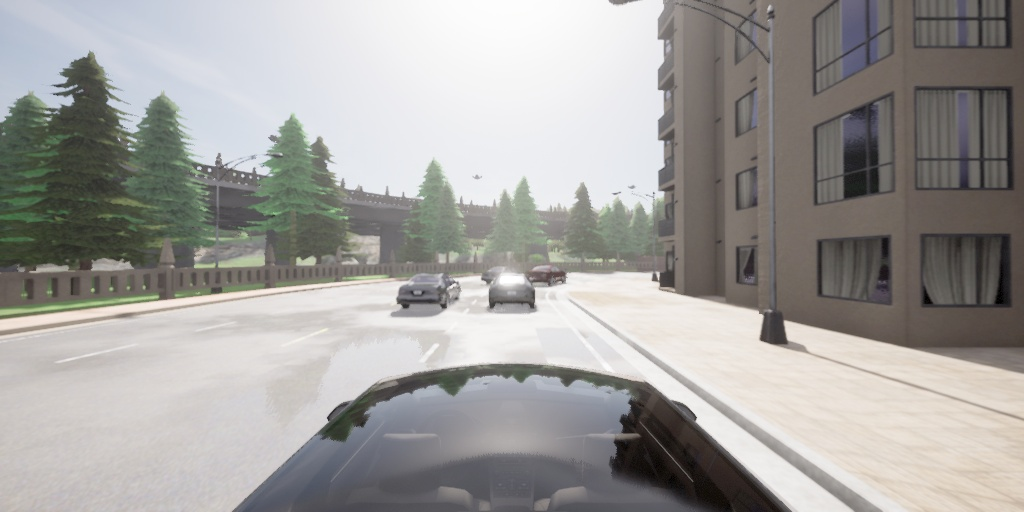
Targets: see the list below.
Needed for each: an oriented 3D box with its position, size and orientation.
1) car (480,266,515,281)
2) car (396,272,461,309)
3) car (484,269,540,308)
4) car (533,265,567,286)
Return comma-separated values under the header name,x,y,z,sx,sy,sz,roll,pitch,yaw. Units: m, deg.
name,x,y,z,sx,sy,sz,roll,pitch,yaw
car,-0.591,1.560,29.628,2.033,1.411,5.357,0,-1,26
car,-3.494,1.430,15.840,2.033,1.411,5.357,0,-1,0
car,0.033,1.450,16.154,1.994,1.385,4.181,0,0,1
car,2.828,1.480,28.555,1.882,1.535,5.008,0,0,27
